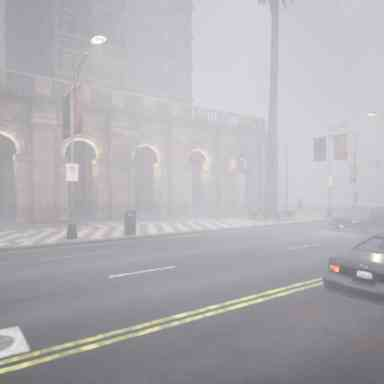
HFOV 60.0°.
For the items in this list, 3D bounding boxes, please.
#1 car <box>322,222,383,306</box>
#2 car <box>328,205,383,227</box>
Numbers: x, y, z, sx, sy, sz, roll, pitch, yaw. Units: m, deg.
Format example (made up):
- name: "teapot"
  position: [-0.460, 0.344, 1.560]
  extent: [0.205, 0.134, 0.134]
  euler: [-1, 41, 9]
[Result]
- name: "car"
  position: [5.145, 1.538, 7.446]
  extent: [5.357, 1.411, 2.033]
  euler: [0, 0, -35]
- name: "car"
  position: [10.500, 1.527, 20.079]
  extent: [5.357, 1.411, 2.033]
  euler: [0, 0, -35]
